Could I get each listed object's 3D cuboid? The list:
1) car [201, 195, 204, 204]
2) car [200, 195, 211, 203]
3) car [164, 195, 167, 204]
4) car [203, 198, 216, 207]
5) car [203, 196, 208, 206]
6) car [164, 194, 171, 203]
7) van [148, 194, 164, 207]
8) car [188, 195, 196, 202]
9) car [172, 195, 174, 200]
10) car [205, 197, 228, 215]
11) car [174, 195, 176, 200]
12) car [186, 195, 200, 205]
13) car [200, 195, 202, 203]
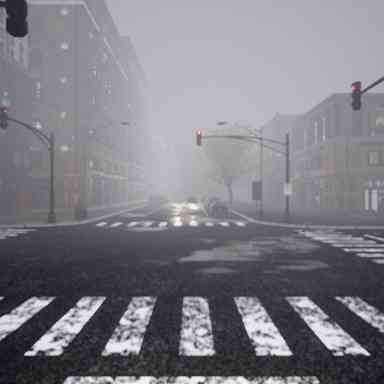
[{"bbox_3d":[2.690,1.425,45.248,1.967,1.590,4.097,0,0,0],"label":"car"},{"bbox_3d":[2.691,1.443,68.035,1.967,1.590,4.097,0,0,0],"label":"car"},{"bbox_3d":[-5.690,1.573,56.644,1.802,1.307,4.206,0,0,0],"label":"car"},{"bbox_3d":[2.691,1.570,50.945,1.802,1.307,4.206,0,0,0],"label":"car"},{"bbox_3d":[2.691,1.424,39.551,1.967,1.590,4.097,0,0,0],"label":"car"},{"bbox_3d":[-5.690,1.311,62.340,2.192,1.841,5.009,0,0,0],"label":"car"},{"bbox_3d":[-5.690,1.329,50.947,1.690,1.788,3.998,0,0,0],"label":"van"},{"bbox_3d":[0.003,1.443,71.044,1.812,1.442,4.674,0,0,0],"label":"car"},{"bbox_3d":[-5.689,1.561,73.734,2.008,1.369,4.403,0,0,0],"label":"car"},{"bbox_3d":[2.691,1.533,33.854,2.008,1.369,4.403,0,0,0],"label":"car"},{"bbox_3d":[-5.689,1.562,90.655,1.752,1.417,4.829,0,0,0],"label":"car"},{"bbox_3d":[0.003,1.472,60.627,1.882,1.535,5.008,0,0,0],"label":"car"},{"bbox_3d":[2.691,1.547,62.339,2.008,1.369,4.403,0,0,0],"label":"car"}]
